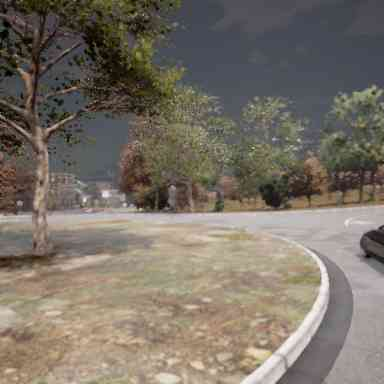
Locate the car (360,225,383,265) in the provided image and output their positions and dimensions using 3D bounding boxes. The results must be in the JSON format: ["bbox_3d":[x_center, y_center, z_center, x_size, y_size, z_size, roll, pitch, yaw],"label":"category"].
[{"bbox_3d":[6.564,1.541,9.966,1.994,1.385,4.181,-1,0,13],"label":"car"}]
